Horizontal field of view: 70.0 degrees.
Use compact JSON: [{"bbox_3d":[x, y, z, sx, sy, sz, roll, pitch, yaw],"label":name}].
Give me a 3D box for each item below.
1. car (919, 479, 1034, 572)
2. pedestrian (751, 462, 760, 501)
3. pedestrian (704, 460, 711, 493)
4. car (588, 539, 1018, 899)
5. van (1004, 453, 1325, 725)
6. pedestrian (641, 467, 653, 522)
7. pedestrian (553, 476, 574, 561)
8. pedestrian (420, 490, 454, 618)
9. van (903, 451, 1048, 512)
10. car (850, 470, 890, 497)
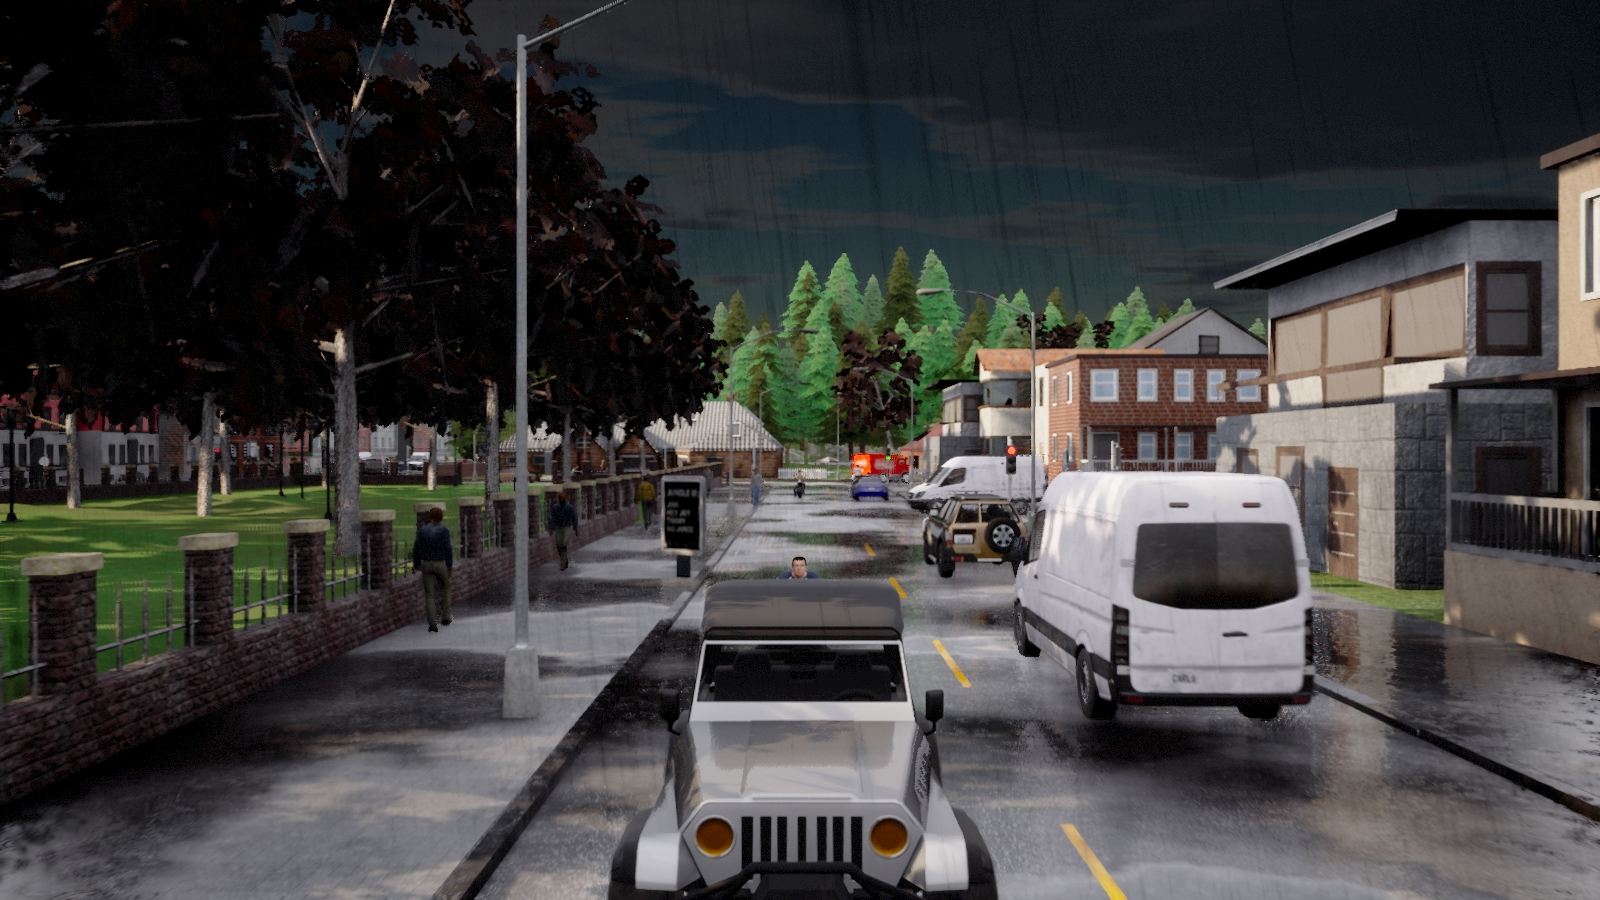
[{"bbox_3d":[3.938,1.643,26.311,1.932,1.855,4.605,0,0,0],"label":"car"},{"bbox_3d":[-2.129,1.524,54.717,0.375,1.860,0.375,0,0,11],"label":"pedestrian"},{"bbox_3d":[-5.339,1.524,65.874,0.375,1.860,0.375,0,0,-3],"label":"pedestrian"},{"bbox_3d":[0.018,1.637,6.996,1.905,1.878,3.866,0,0,0],"label":"car"},{"bbox_3d":[3.959,1.314,13.714,1.988,2.561,5.915,0,0,0],"label":"van"},{"bbox_3d":[-5.198,1.524,38.880,0.375,1.860,0.375,0,0,-1],"label":"pedestrian"},{"bbox_3d":[-5.262,1.524,25.449,0.375,1.860,0.375,0,0,5],"label":"pedestrian"},{"bbox_3d":[-5.365,1.524,16.899,0.375,1.860,0.375,0,0,0],"label":"pedestrian"},{"bbox_3d":[7.565,1.313,49.488,5.915,2.561,1.988,0,0,-9],"label":"van"},{"bbox_3d":[3.986,1.898,65.713,1.994,1.385,4.181,0,0,0],"label":"car"}]
